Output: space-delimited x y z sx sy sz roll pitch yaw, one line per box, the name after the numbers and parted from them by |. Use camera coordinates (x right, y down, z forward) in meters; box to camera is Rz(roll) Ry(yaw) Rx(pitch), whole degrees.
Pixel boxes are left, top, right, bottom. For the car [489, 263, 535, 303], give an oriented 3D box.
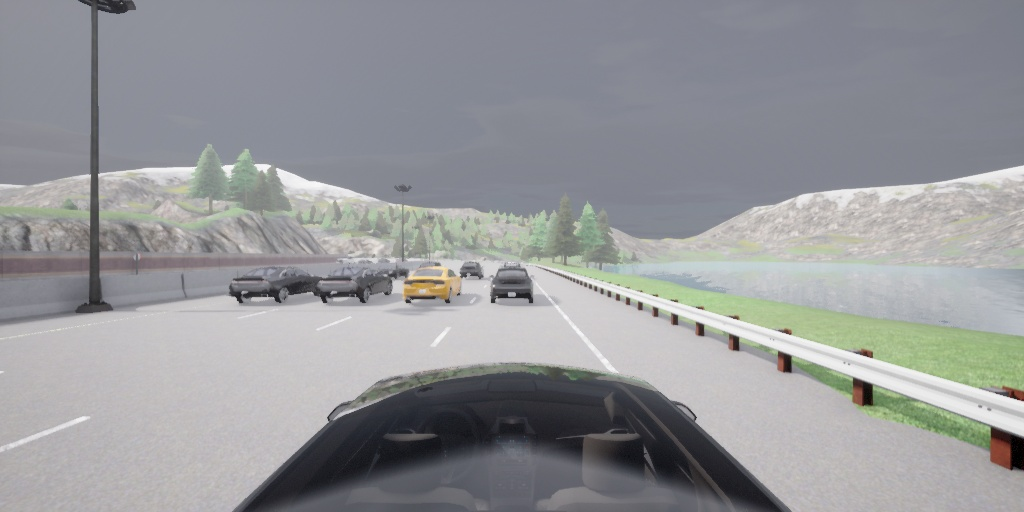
0.000 1.264 16.500 1.837 1.490 4.892 0 0 0 | car

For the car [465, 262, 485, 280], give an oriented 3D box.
-3.500 1.264 31.500 1.837 1.490 4.892 0 0 0 | car

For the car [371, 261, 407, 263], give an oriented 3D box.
-10.500 1.364 31.530 1.895 1.301 4.718 0 0 0 | car

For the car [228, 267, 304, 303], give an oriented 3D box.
-10.500 1.242 16.500 2.128 1.511 4.902 0 0 0 | car

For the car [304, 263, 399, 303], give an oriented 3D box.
-7.000 1.242 16.500 2.128 1.511 4.902 0 0 0 | car

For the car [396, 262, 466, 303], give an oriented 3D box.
-3.500 1.232 16.500 1.882 1.535 5.008 0 0 0 | car
